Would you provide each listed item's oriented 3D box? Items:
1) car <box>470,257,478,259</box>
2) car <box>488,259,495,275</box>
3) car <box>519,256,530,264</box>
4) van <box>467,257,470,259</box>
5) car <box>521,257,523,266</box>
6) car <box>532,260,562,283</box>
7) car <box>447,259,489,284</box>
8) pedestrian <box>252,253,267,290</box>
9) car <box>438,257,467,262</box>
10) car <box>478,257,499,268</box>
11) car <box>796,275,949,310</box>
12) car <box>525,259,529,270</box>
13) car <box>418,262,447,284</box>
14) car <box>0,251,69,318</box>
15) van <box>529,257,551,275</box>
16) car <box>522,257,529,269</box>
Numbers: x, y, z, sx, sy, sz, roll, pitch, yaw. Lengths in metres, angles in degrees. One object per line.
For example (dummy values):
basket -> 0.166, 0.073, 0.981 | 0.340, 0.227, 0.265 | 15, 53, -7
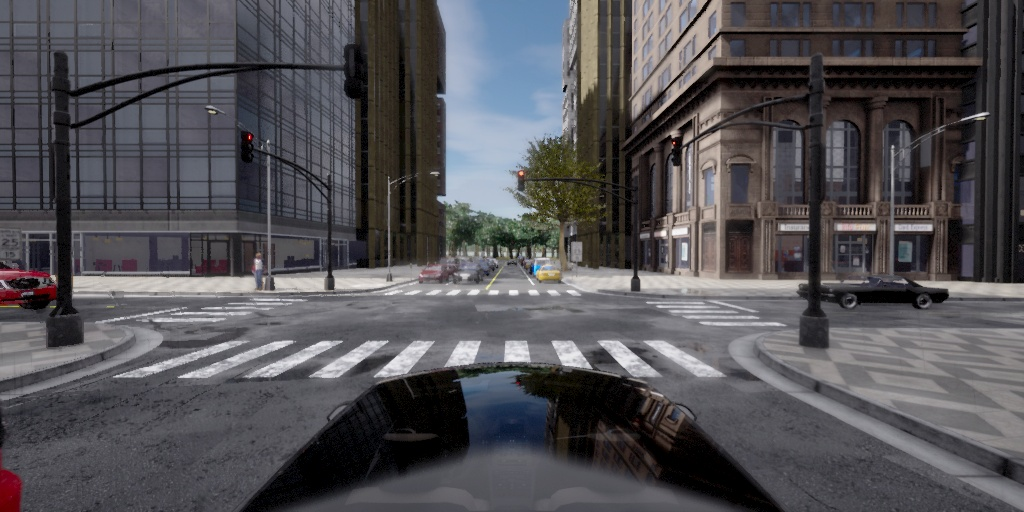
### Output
car -> -5.800, 1.005, 44.014 | 2.192, 1.841, 5.009 | 0, 0, 0
car -> -3.123, 1.256, 36.306 | 2.033, 1.411, 5.357 | 0, 0, 0
car -> 2.711, 1.194, 61.067 | 2.007, 1.370, 4.403 | 0, 0, 0
van -> -5.795, 1.045, 38.334 | 1.690, 1.789, 3.998 | 0, 0, 0
car -> 2.716, 1.205, 55.388 | 1.888, 1.381, 4.507 | 0, 0, 0
car -> 2.740, 1.250, 27.160 | 1.751, 1.417, 4.829 | 0, 0, 0
car -> -3.127, 1.217, 26.484 | 2.128, 1.511, 4.902 | 0, 0, 1
pedestrian -> -12.537, 0.738, 17.796 | 0.375, 1.860, 0.375 | 0, 0, 0
car -> -5.790, 1.030, 32.654 | 2.192, 1.841, 5.009 | 0, 0, 0
car -> -3.126, 1.176, 46.418 | 2.128, 1.511, 4.902 | 0, 0, 0
car -> 14.698, 1.442, 14.844 | 4.718, 1.301, 1.895 | 0, 1, 0
car -> 2.730, 1.270, 38.349 | 1.948, 1.339, 4.313 | 0, 0, 0
car -> -5.785, 1.307, 26.973 | 1.802, 1.307, 4.207 | 0, 0, 0
car -> -18.383, 0.840, 11.542 | 5.566, 2.045, 2.150 | 1, 1, 0
van -> 2.735, 1.056, 32.670 | 1.690, 1.789, 3.998 | 0, 0, 0
car -> 2.721, 1.201, 49.879 | 1.751, 1.417, 4.829 | 0, 0, 0
